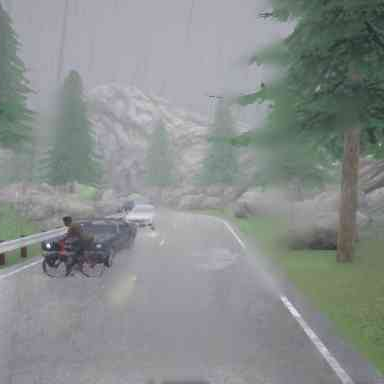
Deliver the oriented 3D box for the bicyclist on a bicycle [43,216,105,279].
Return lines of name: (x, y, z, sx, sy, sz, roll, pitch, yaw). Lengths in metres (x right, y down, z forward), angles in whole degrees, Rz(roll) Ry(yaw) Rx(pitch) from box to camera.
bicyclist on a bicycle: (-3.069, 1.453, 8.644, 1.656, 1.620, 0.582, 0, 0, 1)

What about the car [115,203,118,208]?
car: (-7.339, 1.601, 40.191, 4.718, 1.301, 1.895, 0, 0, 41)

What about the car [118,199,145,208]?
car: (-5.280, 1.477, 32.689, 1.882, 1.535, 5.008, 0, 0, -32)

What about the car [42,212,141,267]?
car: (-3.256, 1.601, 11.497, 1.895, 1.301, 4.718, 0, 0, 2)

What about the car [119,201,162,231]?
car: (-2.984, 1.526, 20.825, 1.812, 1.442, 4.674, 0, 0, 1)
